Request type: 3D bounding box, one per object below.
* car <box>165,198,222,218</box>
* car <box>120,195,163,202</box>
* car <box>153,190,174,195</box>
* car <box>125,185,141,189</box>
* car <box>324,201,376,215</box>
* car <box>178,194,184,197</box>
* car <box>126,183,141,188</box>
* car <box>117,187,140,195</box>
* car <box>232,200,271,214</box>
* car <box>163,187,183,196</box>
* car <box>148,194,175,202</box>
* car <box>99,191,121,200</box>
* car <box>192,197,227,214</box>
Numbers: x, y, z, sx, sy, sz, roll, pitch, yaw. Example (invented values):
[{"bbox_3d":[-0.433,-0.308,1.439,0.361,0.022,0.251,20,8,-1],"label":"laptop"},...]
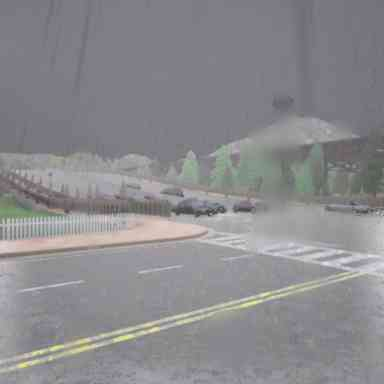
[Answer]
[{"bbox_3d":[0.037,1.530,30.864,2.033,1.411,5.357,0,0,-37],"label":"car"},{"bbox_3d":[-5.982,1.437,38.913,2.033,1.411,5.357,0,2,-37],"label":"car"},{"bbox_3d":[-5.320,0.989,49.760,1.882,1.535,5.008,0,4,-37],"label":"car"},{"bbox_3d":[-11.393,0.151,58.038,1.837,1.490,4.892,0,6,-36],"label":"car"},{"bbox_3d":[15.744,1.575,33.555,1.895,1.301,4.718,0,0,-29],"label":"car"},{"bbox_3d":[0.740,1.405,41.614,1.882,1.535,5.008,0,1,-37],"label":"car"},{"bbox_3d":[-12.722,-1.263,71.660,2.128,1.511,4.902,0,7,-37],"label":"car"},{"bbox_3d":[-10.231,0.619,50.505,2.097,1.767,4.553,0,4,-36],"label":"car"},{"bbox_3d":[6.110,1.538,34.437,1.994,1.385,4.181,0,0,-37],"label":"car"},{"bbox_3d":[-3.693,0.189,59.630,2.150,2.045,5.566,0,6,-36],"label":"car"},{"bbox_3d":[-4.258,1.396,42.457,1.994,1.385,4.181,0,2,-37],"label":"car"},{"bbox_3d":[-12.116,0.891,47.165,1.837,1.490,4.892,0,4,-36],"label":"car"},{"bbox_3d":[1.693,1.539,34.497,1.994,1.385,4.181,0,0,-37],"label":"car"}]
